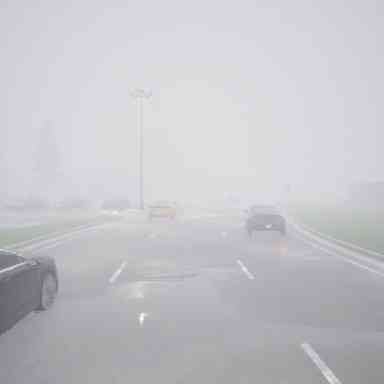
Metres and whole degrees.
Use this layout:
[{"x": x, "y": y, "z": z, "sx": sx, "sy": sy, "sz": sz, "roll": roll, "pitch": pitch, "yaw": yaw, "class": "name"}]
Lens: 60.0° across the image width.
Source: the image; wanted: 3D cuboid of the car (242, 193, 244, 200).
[{"x": 10.592, "y": 0.945, "z": 73.708, "sx": 1.812, "sy": 1.442, "sz": 4.674, "roll": 0, "pitch": 0, "yaw": 11, "class": "car"}]

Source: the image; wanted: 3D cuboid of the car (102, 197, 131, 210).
[{"x": -8.350, "y": 1.272, "z": 36.955, "sx": 1.994, "sy": 1.385, "sz": 4.181, "roll": 0, "pitch": 0, "yaw": 11, "class": "car"}]

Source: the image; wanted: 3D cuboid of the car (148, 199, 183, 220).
[{"x": -1.989, "y": 1.272, "z": 26.055, "sx": 1.882, "sy": 1.535, "sz": 5.008, "roll": 0, "pitch": 0, "yaw": 9, "class": "car"}]

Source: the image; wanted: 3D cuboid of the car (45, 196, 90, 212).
[{"x": -12.421, "y": 1.220, "z": 34.377, "sx": 2.128, "sy": 1.511, "sz": 4.902, "roll": 0, "pitch": 0, "yaw": 11, "class": "car"}]

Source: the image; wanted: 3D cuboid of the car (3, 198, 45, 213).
[{"x": -16.203, "y": 1.284, "z": 33.297, "sx": 2.033, "sy": 1.411, "sz": 5.357, "roll": 0, "pitch": 0, "yaw": 11, "class": "car"}]

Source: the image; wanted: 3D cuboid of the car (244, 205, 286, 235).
[{"x": 3.786, "y": 1.386, "z": 17.637, "sx": 1.812, "sy": 1.442, "sz": 4.674, "roll": 0, "pitch": 0, "yaw": 6, "class": "car"}]

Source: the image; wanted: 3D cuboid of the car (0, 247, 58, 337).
[{"x": -3.487, "y": 1.453, "z": 4.634, "sx": 2.128, "sy": 1.511, "sz": 4.902, "roll": 0, "pitch": 0, "yaw": -2, "class": "car"}]

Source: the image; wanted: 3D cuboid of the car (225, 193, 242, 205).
[{"x": 6.216, "y": 1.128, "z": 50.630, "sx": 1.812, "sy": 1.442, "sz": 4.674, "roll": 0, "pitch": 0, "yaw": 11, "class": "car"}]
